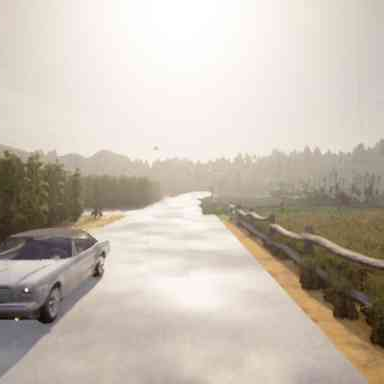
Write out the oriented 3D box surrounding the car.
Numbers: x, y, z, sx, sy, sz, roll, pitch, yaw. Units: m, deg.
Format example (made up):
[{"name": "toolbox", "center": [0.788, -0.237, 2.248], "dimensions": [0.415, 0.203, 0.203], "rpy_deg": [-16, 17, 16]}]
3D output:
[{"name": "car", "center": [-3.211, 1.534, 7.141], "dimensions": [1.895, 1.301, 4.718], "rpy_deg": [0, 1, 0]}]
